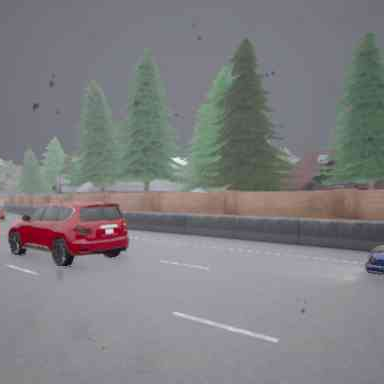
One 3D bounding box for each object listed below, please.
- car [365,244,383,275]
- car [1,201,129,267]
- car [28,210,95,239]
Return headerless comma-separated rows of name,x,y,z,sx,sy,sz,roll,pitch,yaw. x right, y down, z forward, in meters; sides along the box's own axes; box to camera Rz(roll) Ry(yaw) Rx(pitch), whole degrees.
car,7.027,1.555,7.597,5.357,1.411,2.033,-1,-1,35
car,-4.668,1.373,12.266,5.566,2.045,2.150,-1,-1,40
car,-7.851,1.848,19.766,4.718,1.301,1.895,-1,-1,43
